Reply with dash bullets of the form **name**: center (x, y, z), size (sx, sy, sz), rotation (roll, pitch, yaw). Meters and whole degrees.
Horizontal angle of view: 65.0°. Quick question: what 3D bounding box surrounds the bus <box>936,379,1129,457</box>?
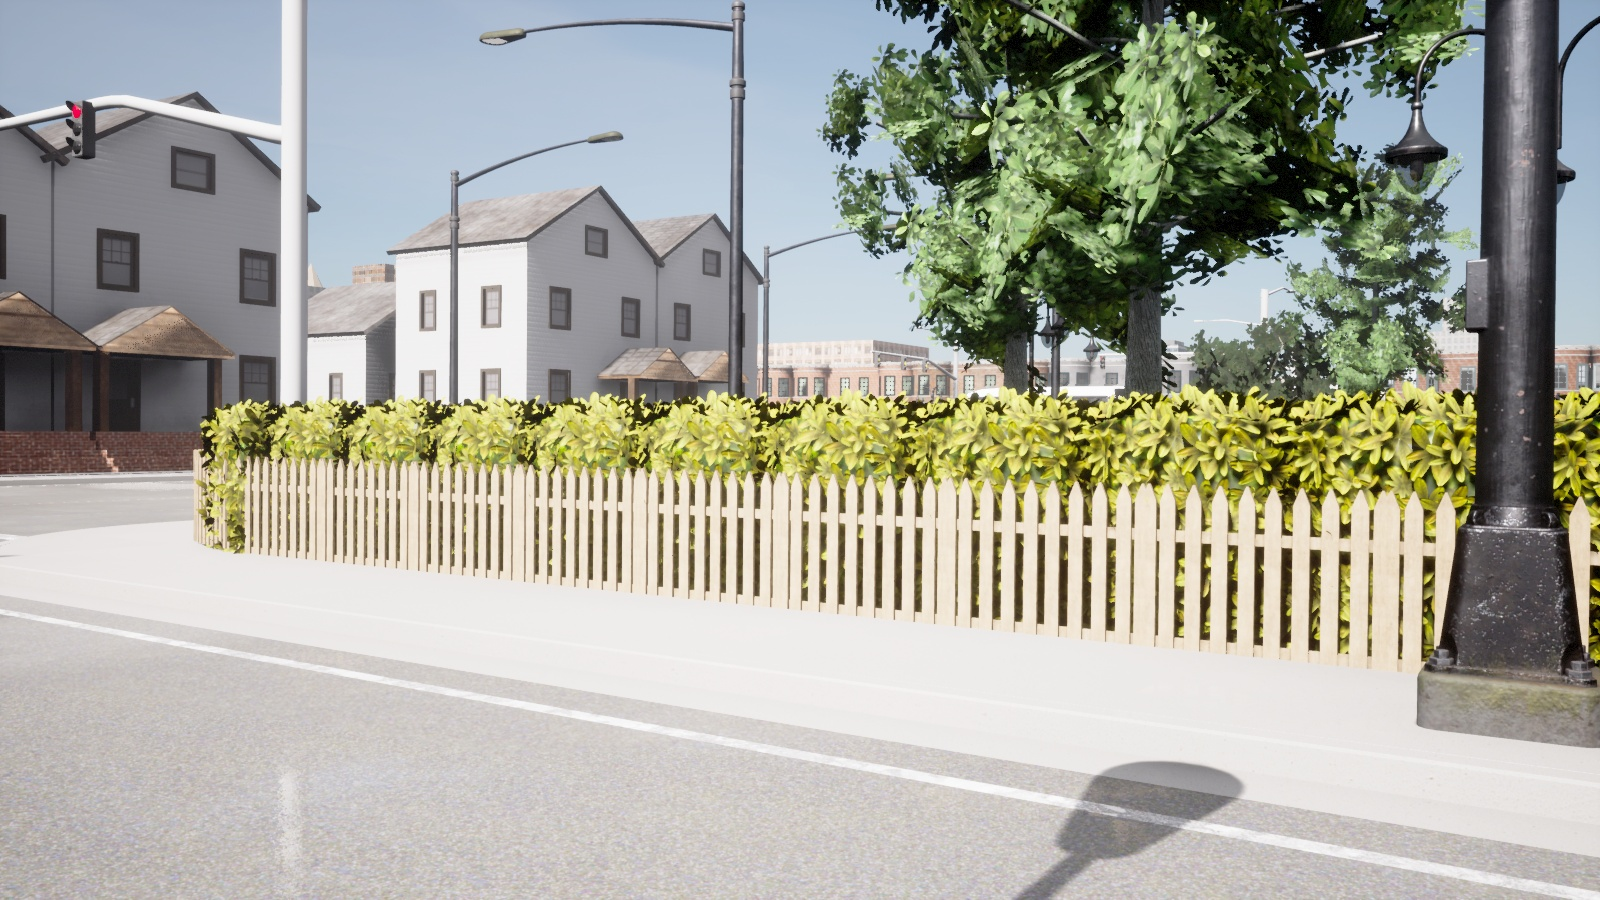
- **bus**: center (13.415, -1.760, 72.971), size (10.273, 4.253, 3.944), rotation (0, 1, 33)
